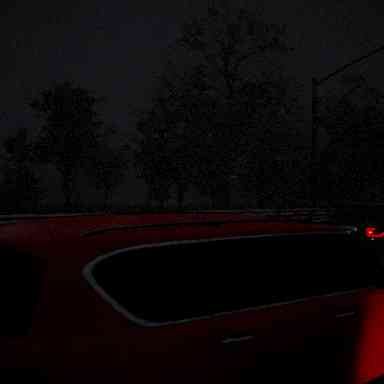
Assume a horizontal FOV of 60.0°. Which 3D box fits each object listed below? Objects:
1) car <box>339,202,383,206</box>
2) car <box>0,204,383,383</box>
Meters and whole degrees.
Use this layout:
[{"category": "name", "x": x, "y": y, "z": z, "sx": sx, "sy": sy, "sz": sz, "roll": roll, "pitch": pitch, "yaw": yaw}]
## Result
[{"category": "car", "x": 7.000, "y": 1.365, "z": 11.495, "sx": 5.566, "sy": 2.045, "sz": 2.150, "roll": 1, "pitch": -1, "yaw": -30}, {"category": "car", "x": 0.665, "y": 1.252, "z": 3.654, "sx": 5.566, "sy": 2.045, "sz": 2.150, "roll": 1, "pitch": -1, "yaw": -31}]
